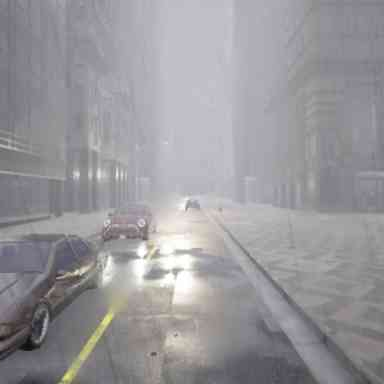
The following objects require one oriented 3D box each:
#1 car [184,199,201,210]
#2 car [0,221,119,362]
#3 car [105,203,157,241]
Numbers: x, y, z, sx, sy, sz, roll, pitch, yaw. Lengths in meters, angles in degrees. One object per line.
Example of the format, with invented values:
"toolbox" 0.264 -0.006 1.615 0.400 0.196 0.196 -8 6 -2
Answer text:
"car" 0.080 1.631 45.120 1.812 1.442 4.674 0 0 0
"car" -3.095 1.568 6.508 2.033 1.411 5.357 0 0 0
"car" -3.043 1.402 16.899 2.097 1.767 4.553 0 0 0
